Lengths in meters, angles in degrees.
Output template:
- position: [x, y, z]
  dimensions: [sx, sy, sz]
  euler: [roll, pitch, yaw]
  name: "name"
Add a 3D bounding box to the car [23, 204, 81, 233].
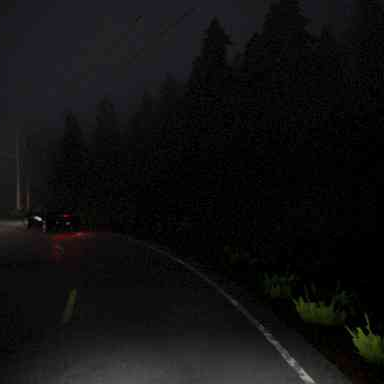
- position: [-8.336, 1.471, 19.564]
  dimensions: [2.128, 1.511, 4.902]
  euler: [0, 0, -44]
  name: "car"
